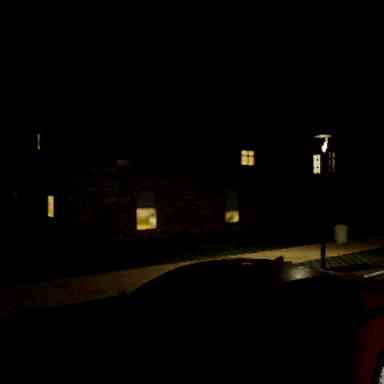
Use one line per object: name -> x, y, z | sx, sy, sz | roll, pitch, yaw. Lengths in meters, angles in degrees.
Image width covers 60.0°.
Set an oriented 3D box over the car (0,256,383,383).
car -> 0.323, 1.495, 3.303 | 5.008, 1.535, 1.882 | 1, 0, -36
